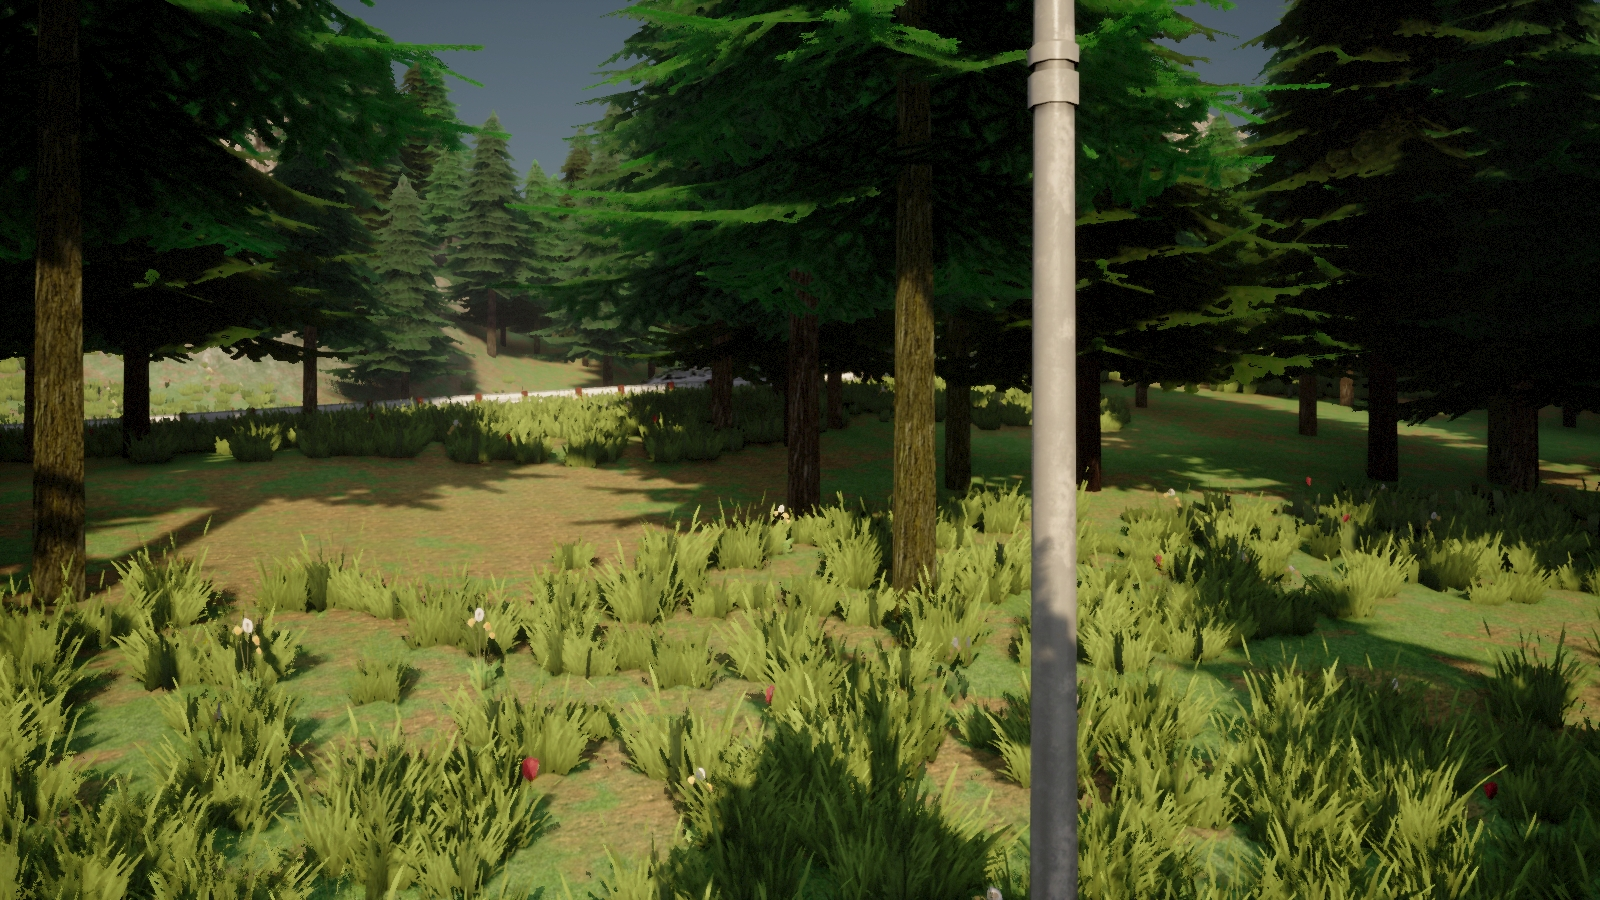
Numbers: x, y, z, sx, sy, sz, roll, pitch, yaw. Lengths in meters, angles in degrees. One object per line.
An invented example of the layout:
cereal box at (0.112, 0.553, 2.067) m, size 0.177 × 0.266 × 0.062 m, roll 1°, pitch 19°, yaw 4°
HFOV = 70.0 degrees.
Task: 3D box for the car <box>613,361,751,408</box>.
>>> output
car at (-4.580, -2.548, 44.476) m, size 4.792 × 1.488 × 2.163 m, roll -5°, pitch 2°, yaw -25°
